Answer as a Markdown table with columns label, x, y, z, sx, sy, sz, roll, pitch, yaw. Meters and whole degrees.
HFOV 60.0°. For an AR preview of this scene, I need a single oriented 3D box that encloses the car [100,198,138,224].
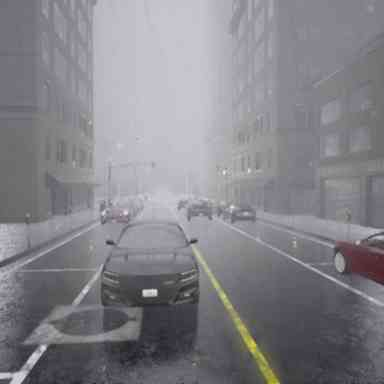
| label | x | y | z | sx | sy | sz | roll | pitch | yaw |
| --- | --- | --- | --- | --- | --- | --- | --- | --- | --- |
| car | -5.135 | 1.338 | 23.145 | 1.967 | 1.590 | 4.097 | -1 | 0 | -5 |

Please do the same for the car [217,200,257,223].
| label | x | y | z | sx | sy | sz | roll | pitch | yaw |
| --- | --- | --- | --- | --- | --- | --- | --- | --- | --- |
| car | 3.355 | 1.442 | 23.937 | 1.947 | 1.339 | 4.313 | -1 | 0 | -5 |

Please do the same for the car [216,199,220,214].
| label | x | y | z | sx | sy | sz | roll | pitch | yaw |
| --- | --- | --- | --- | --- | --- | --- | --- | --- | --- |
| car | 2.844 | 1.396 | 29.417 | 1.887 | 1.381 | 4.507 | -1 | 0 | -5 |

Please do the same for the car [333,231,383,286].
| label | x | y | z | sx | sy | sz | roll | pitch | yaw |
| --- | --- | --- | --- | --- | --- | --- | --- | --- | --- |
| car | 4.887 | 1.496 | 7.492 | 1.887 | 1.381 | 4.507 | -1 | 0 | -5 |

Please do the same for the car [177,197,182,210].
| label | x | y | z | sx | sy | sz | roll | pitch | yaw |
| --- | --- | --- | --- | --- | --- | --- | --- | --- | --- |
| car | -0.694 | 1.297 | 38.127 | 1.882 | 1.535 | 5.008 | 0 | 0 | -5 |

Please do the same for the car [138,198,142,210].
| label | x | y | z | sx | sy | sz | roll | pitch | yaw |
| --- | --- | --- | --- | --- | --- | --- | --- | --- | --- |
| car | -5.644 | 1.439 | 28.627 | 1.947 | 1.339 | 4.313 | -1 | 0 | -5 |

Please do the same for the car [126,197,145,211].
| label | x | y | z | sx | sy | sz | roll | pitch | yaw |
| --- | --- | --- | --- | --- | --- | --- | --- | --- | --- |
| car | -6.665 | 1.370 | 39.590 | 1.887 | 1.381 | 4.507 | -1 | 0 | -5 |

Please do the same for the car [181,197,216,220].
| label | x | y | z | sx | sy | sz | roll | pitch | yaw |
| --- | --- | --- | --- | --- | --- | --- | --- | --- | --- |
| car | 0.427 | 1.374 | 26.349 | 1.837 | 1.490 | 4.892 | 0 | 0 | -5 |

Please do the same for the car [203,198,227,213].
| label | x | y | z | sx | sy | sz | roll | pitch | yaw |
| --- | --- | --- | --- | --- | --- | --- | --- | --- | --- |
| car | 2.334 | 1.372 | 34.899 | 1.887 | 1.381 | 4.507 | -1 | 0 | -5 |

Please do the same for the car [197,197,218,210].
| label | x | y | z | sx | sy | sz | roll | pitch | yaw |
| --- | --- | --- | --- | --- | --- | --- | --- | --- | --- |
| car | 1.823 | 1.348 | 40.381 | 1.887 | 1.381 | 4.507 | -1 | 0 | -5 |

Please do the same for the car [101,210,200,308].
| label | x | y | z | sx | sy | sz | roll | pitch | yaw |
| --- | --- | --- | --- | --- | --- | --- | --- | --- | --- |
| car | -0.954 | 1.438 | 8.163 | 1.882 | 1.535 | 5.008 | 0 | 0 | -5 |

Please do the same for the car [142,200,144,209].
| label | x | y | z | sx | sy | sz | roll | pitch | yaw |
| --- | --- | --- | --- | --- | --- | --- | --- | --- | --- |
| car | -6.155 | 1.400 | 34.108 | 2.008 | 1.369 | 4.403 | -1 | 0 | -5 |
